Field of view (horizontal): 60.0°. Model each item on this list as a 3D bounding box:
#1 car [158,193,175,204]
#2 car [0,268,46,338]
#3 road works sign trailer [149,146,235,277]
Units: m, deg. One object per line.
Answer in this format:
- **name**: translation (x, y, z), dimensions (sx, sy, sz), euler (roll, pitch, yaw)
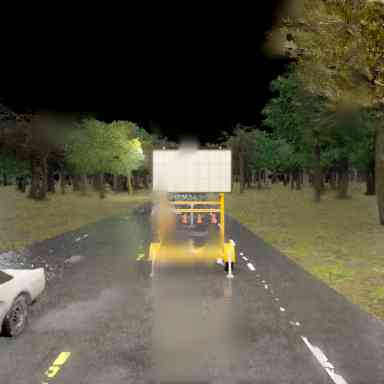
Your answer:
- **car**: translation (-3.595, 0.787, 47.100), dimensions (2.097, 1.767, 4.553), euler (0, 1, 0)
- **car**: translation (-3.600, 1.596, 3.836), dimensions (1.895, 1.301, 4.718), euler (0, 0, 0)
- **road works sign trailer**: translation (0.000, 0.434, 10.087), dimensions (2.380, 3.560, 2.880), euler (0, 0, 0)
